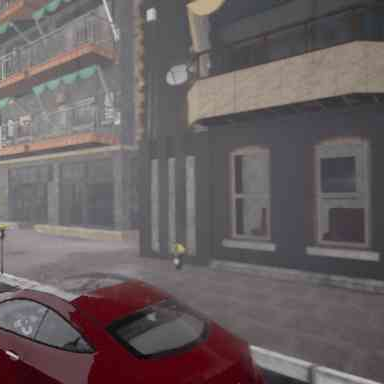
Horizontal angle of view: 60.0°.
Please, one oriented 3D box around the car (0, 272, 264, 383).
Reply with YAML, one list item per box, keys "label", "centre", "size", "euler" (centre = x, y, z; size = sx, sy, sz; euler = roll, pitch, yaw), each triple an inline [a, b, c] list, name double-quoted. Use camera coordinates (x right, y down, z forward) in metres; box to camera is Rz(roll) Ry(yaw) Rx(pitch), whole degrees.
- label: "car"
  centre: [-1.305, 1.581, 3.671]
  size: [4.206, 1.307, 1.802]
  euler: [0, -1, 36]
